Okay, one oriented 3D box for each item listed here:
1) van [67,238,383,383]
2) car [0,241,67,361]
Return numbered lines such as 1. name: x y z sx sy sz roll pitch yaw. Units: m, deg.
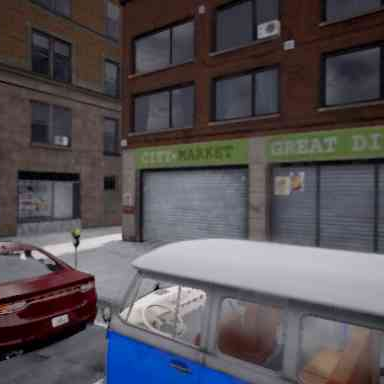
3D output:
1. van: 1.096 1.339 2.293 3.998 1.788 1.690 0 0 36
2. car: -3.511 1.506 5.584 4.507 1.381 1.887 0 0 36
